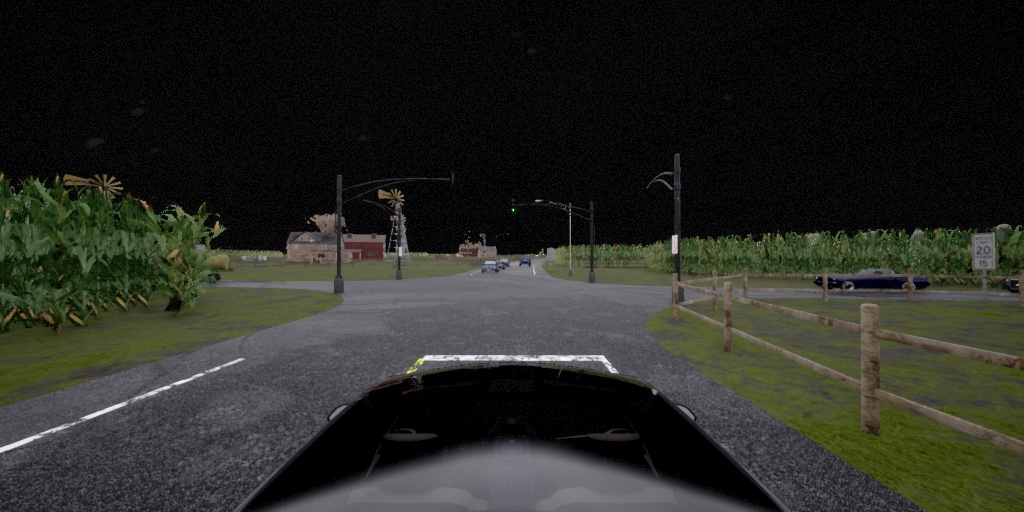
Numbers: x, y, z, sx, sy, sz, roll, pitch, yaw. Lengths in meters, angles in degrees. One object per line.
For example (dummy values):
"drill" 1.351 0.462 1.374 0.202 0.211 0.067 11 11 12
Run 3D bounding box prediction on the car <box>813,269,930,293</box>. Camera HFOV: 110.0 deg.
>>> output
"car" 20.377 1.404 20.567 4.718 1.301 1.895 0 -1 9

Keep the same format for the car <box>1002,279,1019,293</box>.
"car" 29.345 1.380 19.021 4.181 1.385 1.994 0 -1 10

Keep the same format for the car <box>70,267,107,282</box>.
"car" -32.814 1.189 26.694 4.902 1.511 2.128 0 -1 9

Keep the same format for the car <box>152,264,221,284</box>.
"car" -22.982 1.214 25.052 4.892 1.490 1.837 0 -1 9

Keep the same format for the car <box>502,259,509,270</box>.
"car" -2.076 1.311 53.903 1.994 1.385 4.181 0 0 5

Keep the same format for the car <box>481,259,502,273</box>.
"car" -2.604 1.277 43.896 1.812 1.442 4.674 0 0 3
